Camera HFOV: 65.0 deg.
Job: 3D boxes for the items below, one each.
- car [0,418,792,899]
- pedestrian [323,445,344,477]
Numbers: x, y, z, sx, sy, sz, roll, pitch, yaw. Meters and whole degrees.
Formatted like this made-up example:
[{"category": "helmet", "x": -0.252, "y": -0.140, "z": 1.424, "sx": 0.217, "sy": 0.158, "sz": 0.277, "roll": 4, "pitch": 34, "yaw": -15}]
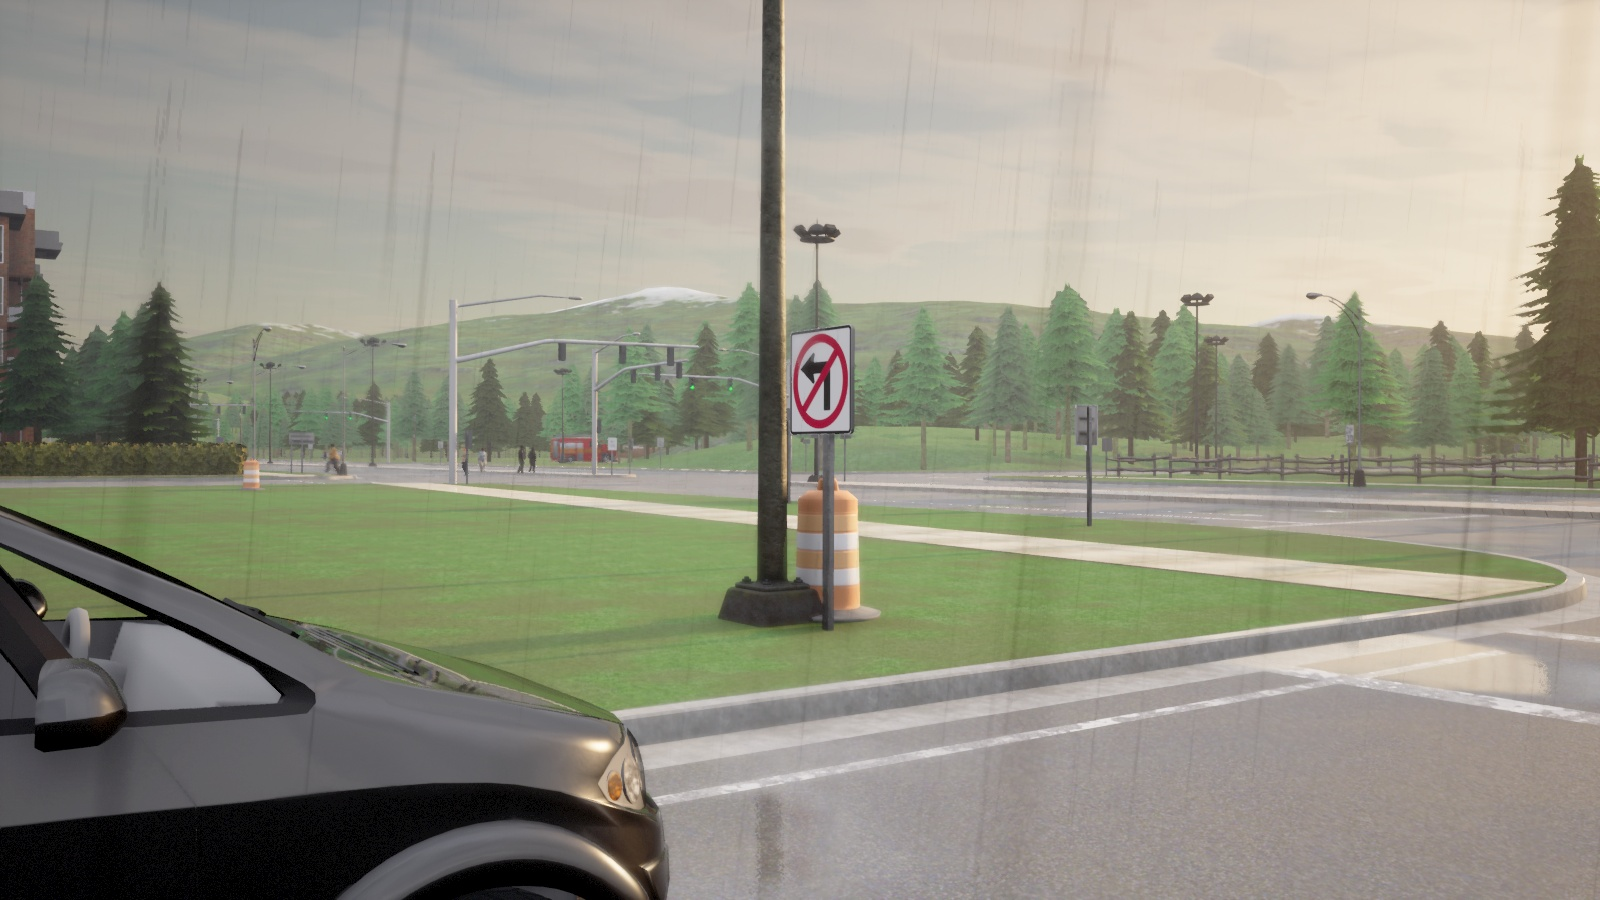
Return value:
[{"category": "car", "x": -2.048, "y": 0.733, "z": 2.232, "sx": 3.705, "sy": 1.549, "sz": 1.789, "roll": 0, "pitch": 0, "yaw": -35}, {"category": "pedestrian", "x": -26.947, "y": 0.618, "z": 72.533, "sx": 0.900, "sy": 1.855, "sz": 0.874, "roll": 0, "pitch": 0, "yaw": -40}]
